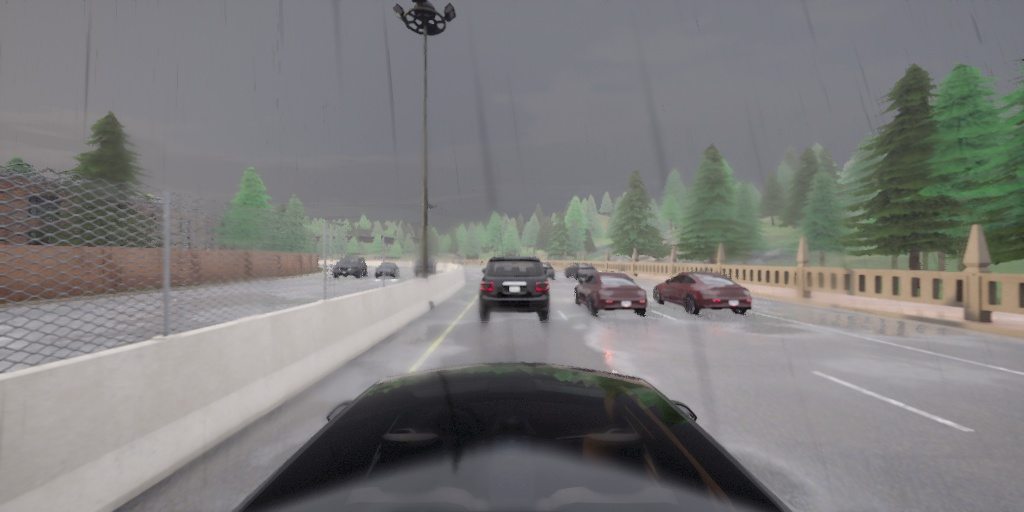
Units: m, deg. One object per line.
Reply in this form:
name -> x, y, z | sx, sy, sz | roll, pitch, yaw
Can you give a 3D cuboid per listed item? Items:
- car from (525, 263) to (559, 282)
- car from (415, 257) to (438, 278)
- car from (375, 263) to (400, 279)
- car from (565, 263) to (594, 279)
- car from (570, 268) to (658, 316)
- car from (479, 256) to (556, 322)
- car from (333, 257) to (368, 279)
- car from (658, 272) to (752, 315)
car -> 2.623, 1.391, 32.419 | 2.128, 1.511, 4.902 | 0, 0, -6
car -> -9.049, 1.149, 38.012 | 2.150, 2.045, 5.566 | 0, 0, -11
car -> -12.104, 1.418, 35.059 | 1.837, 1.490, 4.892 | 0, 0, -10
car -> 6.132, 1.391, 32.414 | 2.128, 1.511, 4.902 | 0, 0, -6
car -> 3.581, 1.333, 13.527 | 1.812, 1.442, 4.674 | 0, 0, 0
car -> 0.084, 1.026, 12.680 | 2.150, 2.045, 5.566 | 0, 0, 0
car -> -15.577, 1.135, 34.896 | 2.150, 2.045, 5.566 | 0, 0, -11
car -> 7.082, 1.334, 13.740 | 1.812, 1.442, 4.674 | 0, 0, 0
